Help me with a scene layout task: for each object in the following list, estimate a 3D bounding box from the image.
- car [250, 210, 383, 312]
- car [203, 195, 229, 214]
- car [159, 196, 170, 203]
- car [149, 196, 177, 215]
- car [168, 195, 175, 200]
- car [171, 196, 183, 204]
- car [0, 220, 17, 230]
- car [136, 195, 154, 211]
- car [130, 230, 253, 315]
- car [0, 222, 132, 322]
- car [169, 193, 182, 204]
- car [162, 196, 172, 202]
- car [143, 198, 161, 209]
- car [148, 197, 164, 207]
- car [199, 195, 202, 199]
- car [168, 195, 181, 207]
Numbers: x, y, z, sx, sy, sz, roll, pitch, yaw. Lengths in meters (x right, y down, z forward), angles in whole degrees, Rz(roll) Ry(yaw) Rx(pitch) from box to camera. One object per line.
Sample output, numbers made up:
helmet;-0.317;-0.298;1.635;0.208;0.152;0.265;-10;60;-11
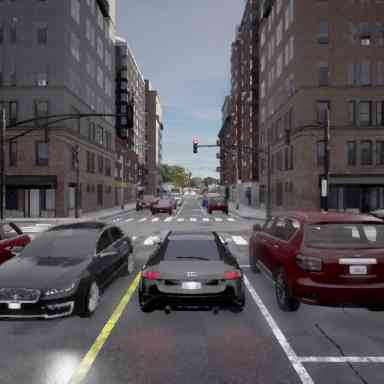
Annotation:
car;2.628;1.315;7.654;2.192;1.841;5.009;0;0;0
car;2.651;1.313;34.710;2.192;1.841;5.009;0;0;0
car;-5.505;1.540;67.720;1.887;1.381;4.507;0;0;0
car;-2.894;1.476;33.729;1.882;1.535;5.008;0;0;0
car;-5.528;1.575;89.735;1.802;1.307;4.206;0;0;0
car;-2.849;1.560;63.222;1.994;1.385;4.181;0;0;1
car;-5.397;1.440;7.642;1.967;1.590;4.097;0;0;0
car;-5.476;1.313;40.201;2.192;1.841;5.009;0;0;0
car;0.014;1.564;7.677;1.994;1.385;4.181;0;0;1
car;-2.613;1.505;7.554;1.837;1.490;4.892;0;0;3
car;-2.845;1.218;53.163;2.150;2.045;5.566;0;0;1
car;-5.511;1.540;73.223;1.887;1.381;4.507;0;0;0
car;-5.482;1.564;45.705;1.947;1.339;4.313;0;0;0
car;-5.488;1.548;51.209;2.008;1.369;4.403;0;0;0
car;2.614;1.312;51.222;2.192;1.841;5.009;0;0;0
car;-2.891;1.489;43.284;2.128;1.511;4.902;0;0;0
